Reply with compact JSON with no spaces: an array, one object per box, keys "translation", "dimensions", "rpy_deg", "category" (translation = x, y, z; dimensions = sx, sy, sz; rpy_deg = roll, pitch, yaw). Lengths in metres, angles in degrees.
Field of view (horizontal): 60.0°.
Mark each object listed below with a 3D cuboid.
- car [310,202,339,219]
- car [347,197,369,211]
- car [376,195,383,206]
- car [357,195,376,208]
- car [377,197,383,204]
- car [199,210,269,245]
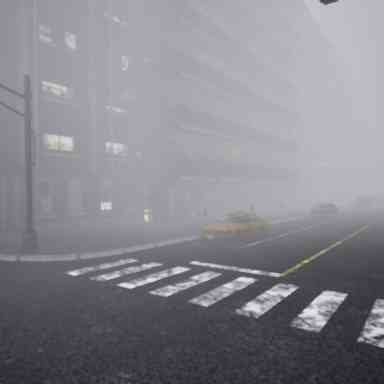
[{"translation":[11.990,1.652,30.075],"dimensions":[1.887,1.381,4.507],"rpy_deg":[-1,-1,35],"category":"car"},{"translation":[21.637,1.684,43.857],"dimensions":[1.752,1.417,4.829],"rpy_deg":[-1,-1,35],"category":"car"},{"translation":[31.482,1.753,57.917],"dimensions":[1.887,1.381,4.507],"rpy_deg":[-1,-1,35],"category":"car"},{"translation":[24.982,1.491,48.639],"dimensions":[2.192,1.841,5.009],"rpy_deg":[-1,-1,35],"category":"car"},{"translation":[41.228,1.796,71.838],"dimensions":[1.887,1.381,4.507],"rpy_deg":[-1,-1,35],"category":"car"},{"translation":[2.145,1.577,16.015],"dimensions":[1.752,1.417,4.829],"rpy_deg":[-1,-1,35],"category":"car"}]
